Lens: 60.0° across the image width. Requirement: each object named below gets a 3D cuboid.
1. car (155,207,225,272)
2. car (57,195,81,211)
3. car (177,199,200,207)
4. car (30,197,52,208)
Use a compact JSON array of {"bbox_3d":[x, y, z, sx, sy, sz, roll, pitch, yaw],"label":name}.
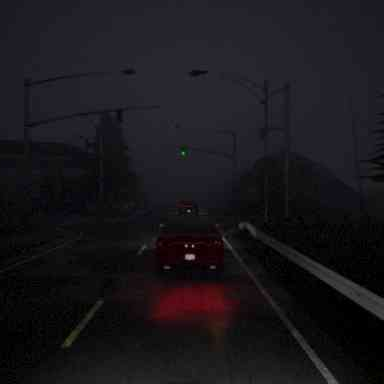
[{"bbox_3d":[-0.075,1.478,10.819,1.882,1.535,5.008,0,0,-1],"label":"car"},{"bbox_3d":[-15.054,1.327,40.935,1.905,1.878,3.866,0,0,-1],"label":"car"},{"bbox_3d":[-0.313,1.478,31.363,1.837,1.490,4.892,0,-2,-1],"label":"car"},{"bbox_3d":[-20.811,1.499,45.145,2.242,1.667,4.611,0,0,-1],"label":"car"}]
